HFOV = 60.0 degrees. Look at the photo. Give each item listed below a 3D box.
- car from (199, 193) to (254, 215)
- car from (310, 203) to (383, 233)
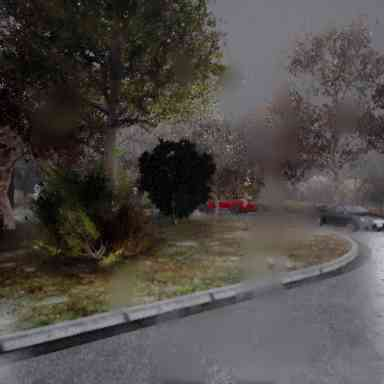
[{"bbox_3d":[3.145,1.104,31.956,5.566,2.045,2.150,0,0,31],"label":"car"},{"bbox_3d":[8.881,1.419,19.199,2.128,1.511,4.902,1,0,-15],"label":"car"}]
